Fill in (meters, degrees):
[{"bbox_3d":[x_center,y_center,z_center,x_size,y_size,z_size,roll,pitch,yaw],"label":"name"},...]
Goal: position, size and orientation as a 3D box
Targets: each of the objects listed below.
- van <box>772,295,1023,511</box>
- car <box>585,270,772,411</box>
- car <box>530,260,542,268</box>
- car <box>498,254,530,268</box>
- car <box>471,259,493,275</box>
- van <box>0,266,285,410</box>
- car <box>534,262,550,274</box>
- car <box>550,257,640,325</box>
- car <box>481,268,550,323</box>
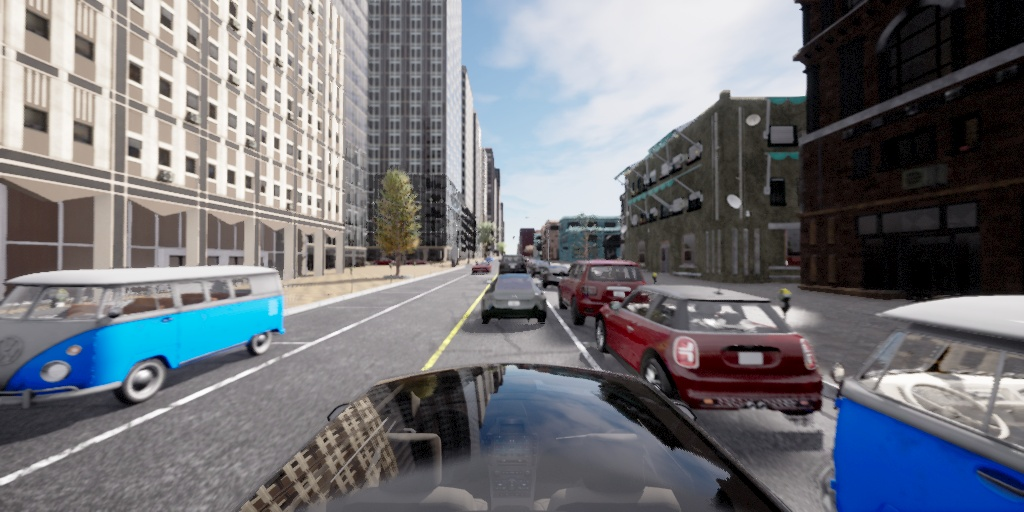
[{"bbox_3d":[2.693,1.095,0.524,1.690,1.789,3.998,0,0,0],"label":"van"},{"bbox_3d":[2.688,1.176,6.002,1.967,1.591,4.097,0,0,0],"label":"car"},{"bbox_3d":[2.667,1.209,33.390,1.948,1.339,4.313,0,0,0],"label":"car"},{"bbox_3d":[0.065,0.879,29.150,2.150,2.045,5.566,0,0,0],"label":"car"},{"bbox_3d":[-3.125,1.230,37.507,1.895,1.301,4.718,0,0,0],"label":"car"},{"bbox_3d":[-5.693,1.077,5.992,1.690,1.789,3.998,0,0,0],"label":"van"},{"bbox_3d":[2.676,1.247,22.435,1.948,1.339,4.313,0,0,0],"label":"car"},{"bbox_3d":[2.684,1.033,11.480,2.192,1.841,5.009,0,0,0],"label":"car"},{"bbox_3d":[0.065,1.281,11.995,1.994,1.385,4.181,0,0,0],"label":"car"}]
